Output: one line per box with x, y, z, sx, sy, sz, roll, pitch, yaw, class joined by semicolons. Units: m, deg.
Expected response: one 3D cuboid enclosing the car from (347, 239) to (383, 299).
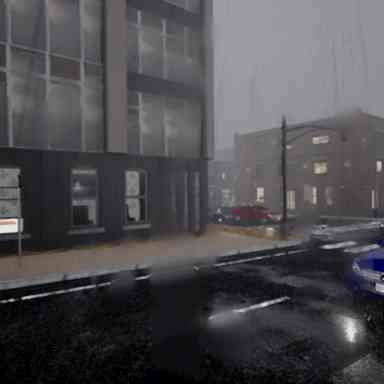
5.397;1.503;7.434;4.674;1.442;1.812;0;0;-36;car

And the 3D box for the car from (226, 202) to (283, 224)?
5.224;1.745;26.902;1.812;1.442;4.674;-1;0;-35;car

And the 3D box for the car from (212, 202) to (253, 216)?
4.525;1.832;37.675;2.008;1.369;4.403;-2;0;-37;car

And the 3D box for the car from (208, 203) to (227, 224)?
0.926;1.876;28.072;1.947;1.339;4.313;-2;0;-37;car
